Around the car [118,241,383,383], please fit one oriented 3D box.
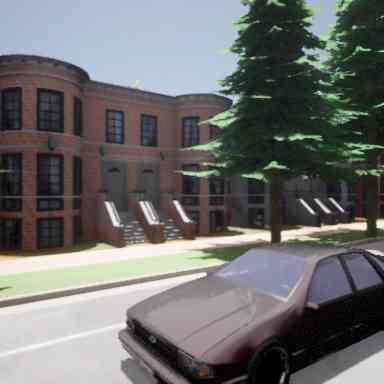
[{"bbox_3d":[1.671,1.544,5.174,5.357,1.411,2.033,0,0,-35],"label":"car"}]
